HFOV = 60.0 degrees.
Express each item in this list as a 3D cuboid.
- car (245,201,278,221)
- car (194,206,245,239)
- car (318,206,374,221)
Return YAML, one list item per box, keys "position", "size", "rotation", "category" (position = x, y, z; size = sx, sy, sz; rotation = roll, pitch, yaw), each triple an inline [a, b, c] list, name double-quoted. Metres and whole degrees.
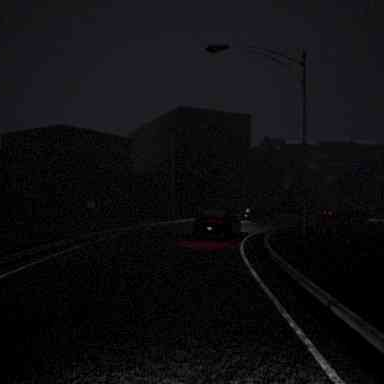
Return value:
- position: [5.881, 1.684, 30.919]
  size: [4.553, 1.767, 2.097]
  rotation: [1, 0, -37]
  category: "car"
- position: [1.545, 1.647, 18.523]
  size: [1.882, 1.535, 5.008]
  rotation: [0, -1, 16]
  category: "car"
- position: [14.898, 2.040, 32.116]
  size: [5.357, 1.411, 2.033]
  rotation: [1, 0, -19]
  category: "car"
